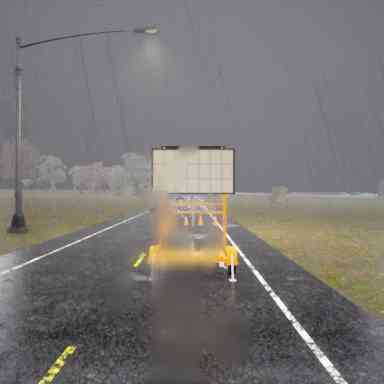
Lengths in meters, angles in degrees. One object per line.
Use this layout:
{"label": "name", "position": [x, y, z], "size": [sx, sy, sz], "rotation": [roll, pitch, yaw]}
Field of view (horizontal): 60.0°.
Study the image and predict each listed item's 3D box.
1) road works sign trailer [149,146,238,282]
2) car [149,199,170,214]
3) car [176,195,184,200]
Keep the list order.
{"label": "road works sign trailer", "position": [0.034, 0.465, 9.769], "size": [2.380, 3.560, 2.880], "rotation": [0, 0, 0]}
{"label": "car", "position": [-3.469, 1.506, 36.254], "size": [1.837, 1.490, 4.892], "rotation": [0, 0, 0]}
{"label": "car", "position": [-3.173, 1.565, 89.440], "size": [1.994, 1.385, 4.181], "rotation": [0, 0, 0]}
